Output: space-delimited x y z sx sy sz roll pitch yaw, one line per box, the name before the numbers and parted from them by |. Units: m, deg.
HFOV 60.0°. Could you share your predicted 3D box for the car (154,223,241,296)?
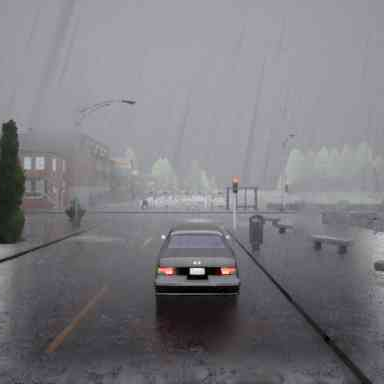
car | 0.101 1.547 8.808 2.033 1.411 5.357 0 0 0
